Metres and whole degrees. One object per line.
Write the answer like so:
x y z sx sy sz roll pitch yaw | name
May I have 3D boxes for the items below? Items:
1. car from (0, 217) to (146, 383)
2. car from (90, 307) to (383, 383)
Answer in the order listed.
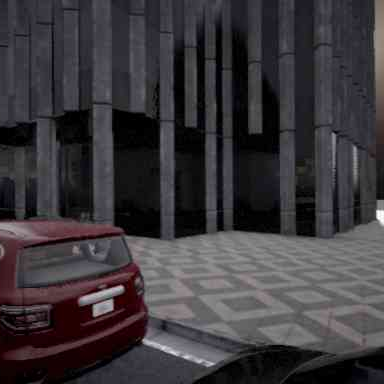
-2.890 1.307 4.922 5.009 1.841 2.192 0 0 36 | car
1.687 1.567 1.652 4.313 1.339 1.947 0 0 36 | car
